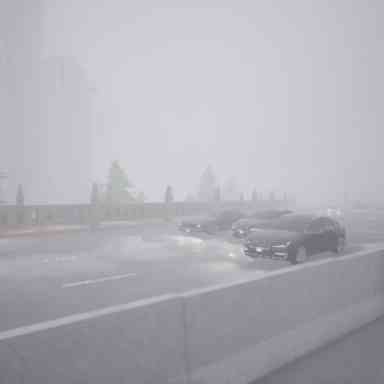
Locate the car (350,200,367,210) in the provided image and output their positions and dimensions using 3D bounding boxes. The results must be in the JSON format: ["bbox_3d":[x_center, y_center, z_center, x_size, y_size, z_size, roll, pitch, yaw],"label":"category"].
[{"bbox_3d":[25.766,1.964,51.547,2.033,1.411,5.357,0,-1,20],"label":"car"}]

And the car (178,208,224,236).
[{"bbox_3d":[1.676,1.661,19.458,5.357,1.411,2.033,0,-1,-45],"label":"car"}]

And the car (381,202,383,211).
[{"bbox_3d":[27.281,1.874,45.787,1.812,1.442,4.674,0,-1,22],"label":"car"}]

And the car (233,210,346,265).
[{"bbox_3d":[3.872,1.568,12.025,4.892,1.490,1.837,0,0,-43],"label":"car"}]

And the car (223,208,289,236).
[{"bbox_3d":[3.974,1.600,16.915,1.837,1.490,4.892,0,0,45],"label":"car"}]

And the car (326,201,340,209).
[{"bbox_3d":[22.814,2.053,53.890,1.895,1.301,4.718,0,-1,18],"label":"car"}]
